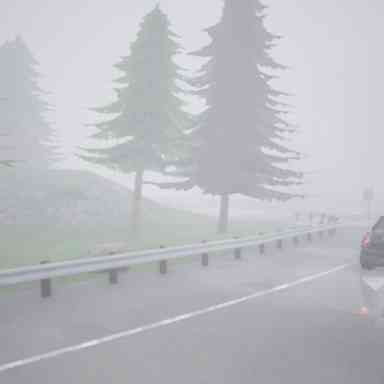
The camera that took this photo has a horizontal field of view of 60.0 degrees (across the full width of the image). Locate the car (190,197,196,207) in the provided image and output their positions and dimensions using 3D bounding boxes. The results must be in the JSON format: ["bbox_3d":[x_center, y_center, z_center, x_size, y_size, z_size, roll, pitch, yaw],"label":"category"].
[{"bbox_3d":[-2.170,1.413,48.974,4.553,1.767,2.097,0,0,37],"label":"car"}]

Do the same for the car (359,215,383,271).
[{"bbox_3d":[6.903,1.390,10.089,4.553,1.767,2.097,0,0,-44],"label":"car"}]

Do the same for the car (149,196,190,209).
[{"bbox_3d":[-3.102,1.409,45.282,4.553,1.767,2.097,0,0,37],"label":"car"}]

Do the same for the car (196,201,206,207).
[{"bbox_3d":[-0.104,1.549,51.801,5.008,1.535,1.882,1,0,37],"label":"car"}]
